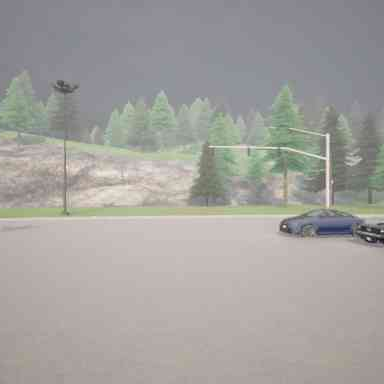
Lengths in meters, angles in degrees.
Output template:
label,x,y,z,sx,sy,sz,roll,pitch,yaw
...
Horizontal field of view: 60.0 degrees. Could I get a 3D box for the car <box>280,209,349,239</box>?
label,x,y,z,sx,sy,sz,roll,pitch,yaw
car,6.655,1.564,16.977,4.181,1.385,1.994,0,0,-7

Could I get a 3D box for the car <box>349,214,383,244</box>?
label,x,y,z,sx,sy,sz,roll,pitch,yaw
car,9.413,1.601,13.806,4.718,1.301,1.895,0,0,-6
